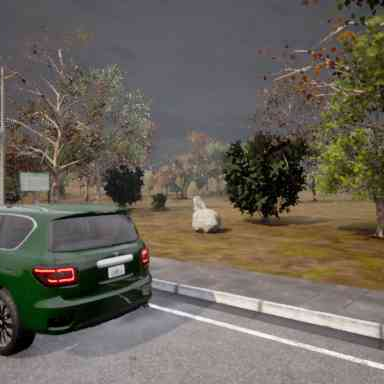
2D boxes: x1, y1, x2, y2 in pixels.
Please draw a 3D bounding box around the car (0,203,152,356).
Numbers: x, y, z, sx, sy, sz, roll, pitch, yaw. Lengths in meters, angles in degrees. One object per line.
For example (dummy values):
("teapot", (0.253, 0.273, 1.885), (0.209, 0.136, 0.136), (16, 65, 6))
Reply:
("car", (-3.265, 1.221, 6.299), (5.566, 2.045, 2.150), (0, 0, 35))
